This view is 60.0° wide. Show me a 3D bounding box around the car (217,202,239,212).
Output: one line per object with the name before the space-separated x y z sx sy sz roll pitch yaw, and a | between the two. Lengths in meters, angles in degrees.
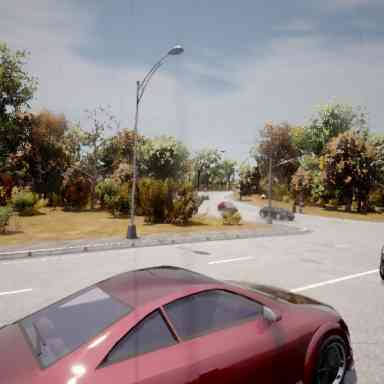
car | 5.109 2.143 48.035 1.812 1.442 4.674 3 1 -17

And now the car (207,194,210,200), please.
car | 3.106 1.124 78.681 2.128 1.511 4.902 2 2 -1

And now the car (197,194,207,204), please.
car | 0.925 1.300 65.824 2.097 1.767 4.553 2 2 -9

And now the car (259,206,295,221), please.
car | 9.342 2.297 36.721 1.837 1.490 4.892 3 -1 -23

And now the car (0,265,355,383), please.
car | -0.051 1.571 3.713 4.181 1.385 1.994 0 0 -36

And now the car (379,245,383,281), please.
car | 6.967 1.486 8.771 4.553 1.767 2.097 2 -1 -36
